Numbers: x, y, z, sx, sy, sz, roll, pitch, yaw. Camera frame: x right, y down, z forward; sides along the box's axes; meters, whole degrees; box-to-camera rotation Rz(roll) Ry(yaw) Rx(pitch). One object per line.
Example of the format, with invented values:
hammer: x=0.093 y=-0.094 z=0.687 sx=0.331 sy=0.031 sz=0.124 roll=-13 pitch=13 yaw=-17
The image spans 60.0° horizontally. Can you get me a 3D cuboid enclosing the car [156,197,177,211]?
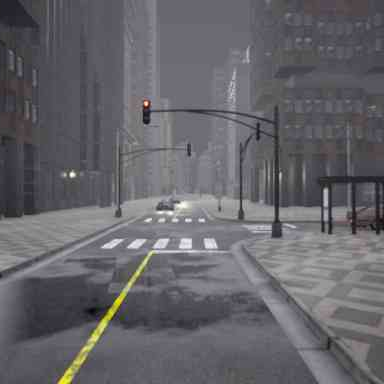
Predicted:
car: x=-3.173 y=1.600 z=40.235 sx=1.994 sy=1.385 sz=4.181 roll=0 pitch=0 yaw=0

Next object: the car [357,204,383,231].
car: x=11.470 y=1.443 z=19.145 sx=4.674 sy=1.442 sz=1.812 roll=0 pitch=-1 yaw=0

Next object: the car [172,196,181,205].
car: x=-3.174 y=1.534 z=62.549 sx=1.882 sy=1.535 sz=5.008 roll=0 pitch=0 yaw=0
